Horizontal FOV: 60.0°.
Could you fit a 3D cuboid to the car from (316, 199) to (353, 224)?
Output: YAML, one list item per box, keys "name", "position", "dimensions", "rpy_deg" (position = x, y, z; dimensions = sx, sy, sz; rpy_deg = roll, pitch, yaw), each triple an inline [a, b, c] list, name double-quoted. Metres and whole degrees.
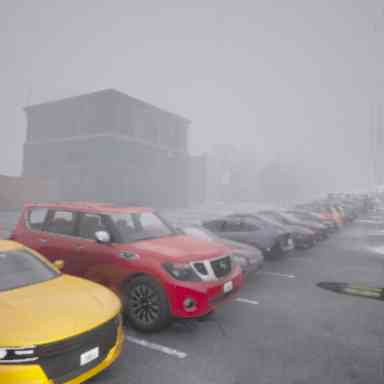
- name: "car"
  position: [8.654, 1.573, 23.789]
  dimensions: [4.553, 1.767, 2.185]
  rpy_deg: [0, 0, 32]

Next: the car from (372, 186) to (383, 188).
- name: "car"
  position: [43.487, 0.188, 79.852]
  dimensions: [5.566, 2.045, 2.435]
  rpy_deg: [0, 3, 32]

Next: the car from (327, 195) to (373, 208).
- name: "car"
  position: [17.509, 1.512, 37.974]
  dimensions: [4.892, 1.521, 2.231]
  rpy_deg: [0, 1, 32]

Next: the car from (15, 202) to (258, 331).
- name: "car"
  position: [-1.708, 1.277, 7.273]
  dimensions: [5.566, 2.045, 2.435]
  rpy_deg: [0, -1, 32]

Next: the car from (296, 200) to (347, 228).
- name: "car"
  position: [7.176, 1.573, 21.434]
  dimensions: [4.553, 1.767, 2.185]
  rpy_deg: [0, 0, 32]

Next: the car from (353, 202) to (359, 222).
- name: "car"
  position: [10.133, 1.719, 26.152]
  dimensions: [4.792, 1.488, 2.163]
  rpy_deg: [0, 0, 32]

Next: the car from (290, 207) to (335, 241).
- name: "car"
  position: [4.180, 1.673, 16.730]
  dimensions: [5.008, 1.535, 2.097]
  rpy_deg: [0, 0, 32]

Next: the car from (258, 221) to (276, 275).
- name: "car"
  position: [-0.260, 1.614, 9.644]
  dimensions: [4.674, 1.452, 2.002]
  rpy_deg: [0, -1, 32]

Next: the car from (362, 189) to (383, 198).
- name: "car"
  position: [40.497, 0.694, 75.192]
  dimensions: [4.792, 1.488, 2.163]
  rpy_deg: [0, 3, 32]

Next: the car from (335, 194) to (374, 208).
- name: "car"
  position: [21.984, 1.158, 45.031]
  dimensions: [4.553, 1.767, 2.185]
  rpy_deg: [0, 2, 32]

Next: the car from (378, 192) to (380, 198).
- name: "car"
  position: [24.894, 1.128, 49.783]
  dimensions: [4.792, 1.488, 2.163]
  rpy_deg: [0, 2, 32]

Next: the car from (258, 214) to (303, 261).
- name: "car"
  position: [1.197, 1.644, 12.018]
  dimensions: [4.792, 1.488, 2.163]
  rpy_deg: [0, -1, 32]

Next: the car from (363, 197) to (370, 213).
- name: "car"
  position: [16.013, 1.597, 35.634]
  dimensions: [4.792, 1.488, 2.163]
  rpy_deg: [0, 1, 32]

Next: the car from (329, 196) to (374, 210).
- name: "car"
  position: [20.477, 1.369, 42.702]
  dimensions: [5.008, 1.535, 2.097]
  rpy_deg: [0, 2, 32]

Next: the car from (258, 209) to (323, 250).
- name: "car"
  position: [2.699, 1.648, 14.366]
  dimensions: [5.008, 1.535, 2.097]
  rpy_deg: [0, 0, 32]

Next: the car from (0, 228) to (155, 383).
- name: "car"
  position: [-3.219, 1.483, 4.931]
  dimensions: [5.008, 1.535, 2.097]
  rpy_deg: [0, -1, 32]

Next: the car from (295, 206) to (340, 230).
- name: "car"
  position: [5.670, 1.730, 19.088]
  dimensions: [4.674, 1.452, 2.002]
  rpy_deg: [0, 0, 32]

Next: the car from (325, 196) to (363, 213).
- name: "car"
  position: [13.045, 1.520, 30.905]
  dimensions: [4.553, 1.767, 2.185]
  rpy_deg: [0, 1, 32]

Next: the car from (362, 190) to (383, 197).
- name: "car"
  position: [45.097, 0.324, 82.129]
  dimensions: [5.366, 1.575, 1.946]
  rpy_deg: [0, 3, 32]

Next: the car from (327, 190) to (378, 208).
- name: "car"
  position: [19.019, 1.194, 40.312]
  dimensions: [5.566, 2.045, 2.435]
  rpy_deg: [0, 2, 32]

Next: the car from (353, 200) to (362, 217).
- name: "car"
  position: [11.565, 1.701, 28.544]
  dimensions: [4.792, 1.488, 2.163]
  rpy_deg: [0, 1, 32]
